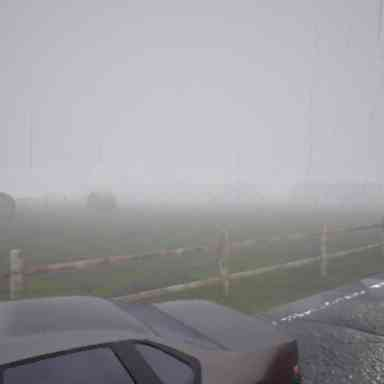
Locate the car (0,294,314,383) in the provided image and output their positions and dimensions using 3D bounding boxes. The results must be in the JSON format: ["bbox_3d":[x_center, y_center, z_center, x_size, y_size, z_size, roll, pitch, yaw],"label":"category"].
[{"bbox_3d":[-1.475,1.552,2.077,5.357,1.411,2.033,0,0,-36],"label":"car"}]
